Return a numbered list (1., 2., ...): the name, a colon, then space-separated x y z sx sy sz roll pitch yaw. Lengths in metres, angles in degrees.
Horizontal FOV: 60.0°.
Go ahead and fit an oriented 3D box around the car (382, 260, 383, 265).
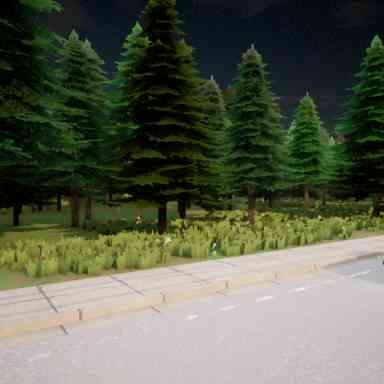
1. car: 7.077 1.600 8.835 4.718 1.301 1.895 0 0 -35
